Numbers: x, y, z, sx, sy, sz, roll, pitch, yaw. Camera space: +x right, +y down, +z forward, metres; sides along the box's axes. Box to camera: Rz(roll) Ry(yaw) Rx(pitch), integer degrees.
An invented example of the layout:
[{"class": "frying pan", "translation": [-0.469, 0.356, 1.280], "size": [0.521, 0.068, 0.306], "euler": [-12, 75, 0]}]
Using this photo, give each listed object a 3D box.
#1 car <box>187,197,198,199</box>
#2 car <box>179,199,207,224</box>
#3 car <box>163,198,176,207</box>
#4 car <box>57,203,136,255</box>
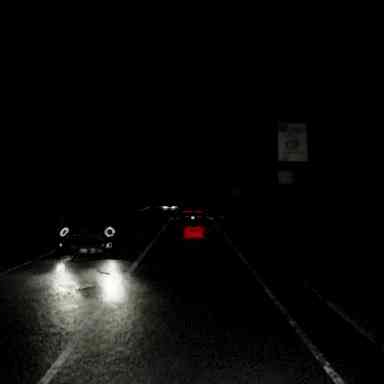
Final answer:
[{"class": "car", "translation": [0.023, 1.428, 41.289], "size": [2.097, 1.767, 4.553], "euler": [0, 0, 0]}, {"class": "car", "translation": [0.053, 1.551, 25.522], "size": [1.837, 1.490, 4.892], "euler": [0, 0, 0]}, {"class": "car", "translation": [-3.674, 1.649, 54.412], "size": [2.033, 1.411, 5.357], "euler": [0, 0, 0]}, {"class": "car", "translation": [-3.623, 1.379, 13.350], "size": [2.097, 1.767, 4.553], "euler": [0, 0, 0]}]
